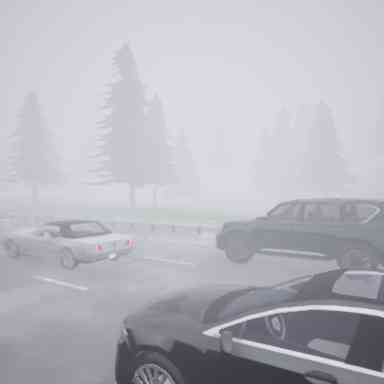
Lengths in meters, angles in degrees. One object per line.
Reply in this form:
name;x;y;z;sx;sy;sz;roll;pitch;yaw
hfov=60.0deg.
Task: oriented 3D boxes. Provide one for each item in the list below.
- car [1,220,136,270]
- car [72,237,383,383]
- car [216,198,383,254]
car;-4.187;1.575;10.893;4.718;1.301;1.895;0;0;33
car;1.395;1.483;2.907;4.902;1.511;2.128;0;0;35
car;3.436;1.194;10.031;5.566;2.045;2.150;0;0;35
